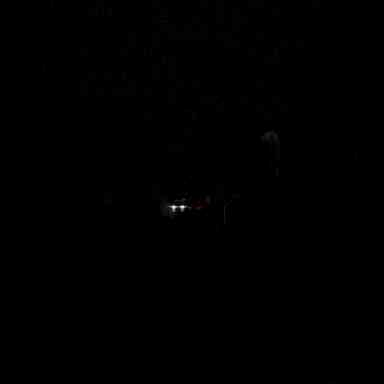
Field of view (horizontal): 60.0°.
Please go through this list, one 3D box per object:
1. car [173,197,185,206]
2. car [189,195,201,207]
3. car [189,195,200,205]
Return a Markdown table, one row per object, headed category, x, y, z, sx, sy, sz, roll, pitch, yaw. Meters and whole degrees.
| category | x | y | z | sx | sy | sz | roll | pitch | yaw |
| --- | --- | --- | --- | --- | --- | --- | --- | --- | --- |
| car | -2.273 | 1.610 | 57.777 | 1.812 | 1.442 | 4.674 | 0 | 0 | 0 |
| car | 0.443 | 1.600 | 53.557 | 1.812 | 1.442 | 4.674 | 0 | 0 | 0 |
| car | 0.522 | 1.449 | 63.546 | 2.097 | 1.767 | 4.553 | 0 | 0 | 0 |
